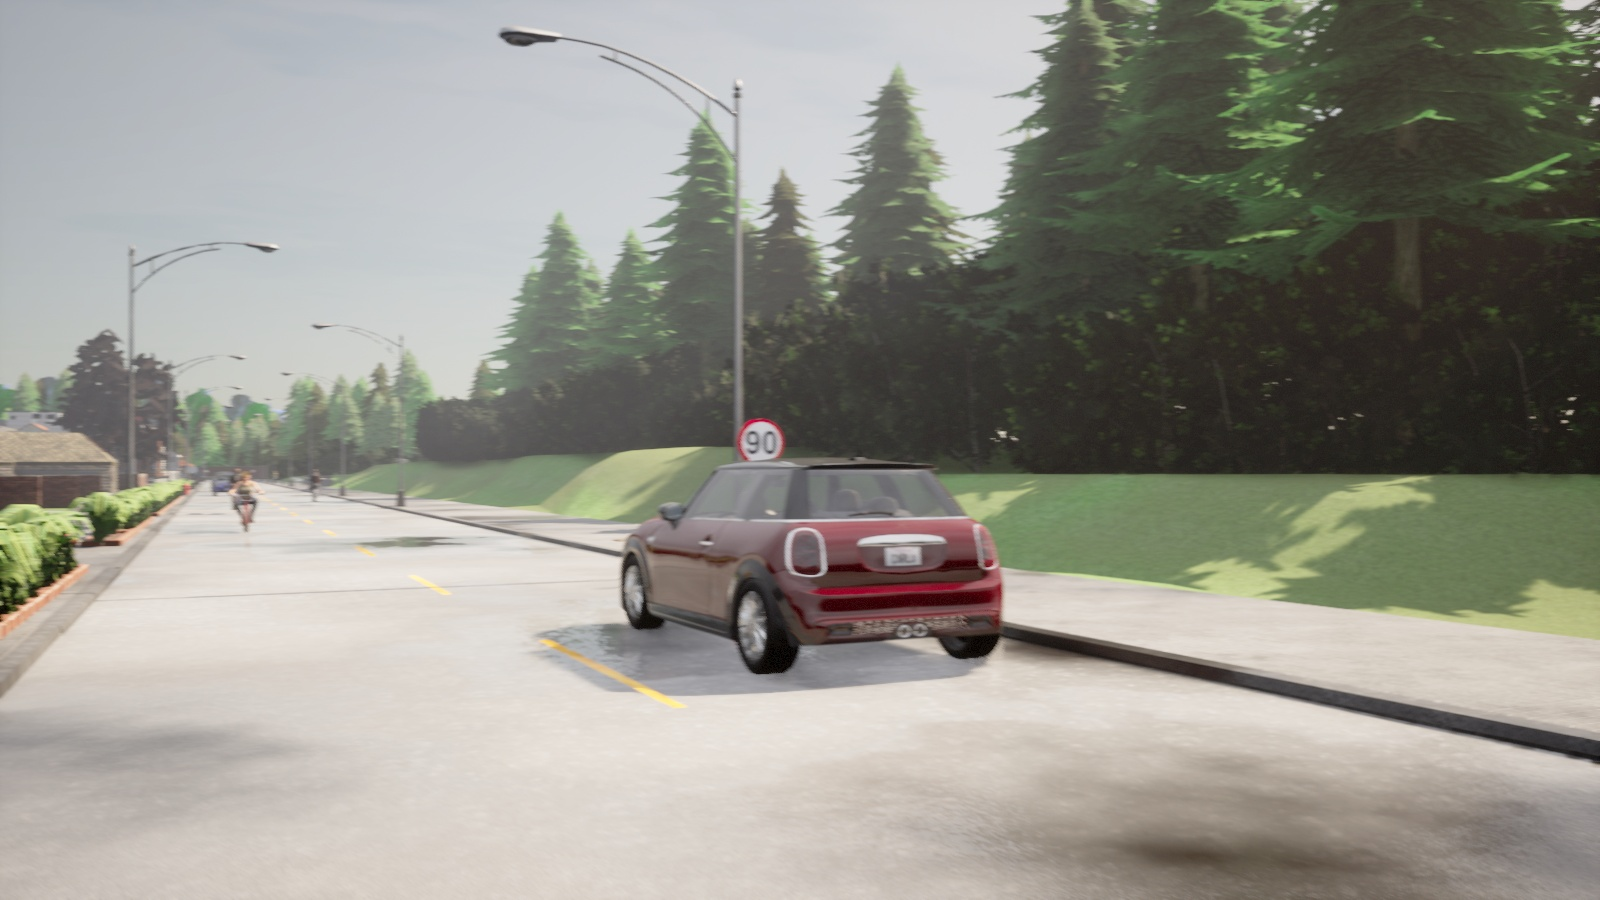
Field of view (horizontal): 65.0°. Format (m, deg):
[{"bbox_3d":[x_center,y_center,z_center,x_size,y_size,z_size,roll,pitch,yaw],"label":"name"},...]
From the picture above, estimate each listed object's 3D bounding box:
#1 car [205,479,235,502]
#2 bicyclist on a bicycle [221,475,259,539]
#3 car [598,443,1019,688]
[{"bbox_3d":[-39.674,2.732,85.804,1.816,1.474,4.193,0,-1,-25],"label":"car"},{"bbox_3d":[-14.627,1.472,32.757,0.866,1.612,1.509,0,-1,-25],"label":"bicyclist on a bicycle"},{"bbox_3d":[-0.196,0.873,11.566,2.097,1.767,4.553,0,-1,-25],"label":"car"}]
